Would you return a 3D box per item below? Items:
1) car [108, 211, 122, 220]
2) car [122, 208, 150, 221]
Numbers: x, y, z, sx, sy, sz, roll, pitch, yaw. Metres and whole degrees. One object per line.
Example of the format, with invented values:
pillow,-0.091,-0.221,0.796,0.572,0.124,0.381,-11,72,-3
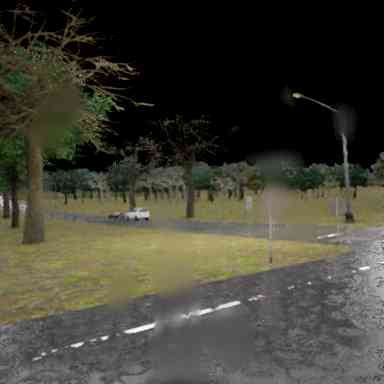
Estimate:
car,-14.271,4.379,62.651,1.812,1.442,4.674,-2,-1,-34
car,-8.941,3.683,54.838,2.150,2.045,5.566,-2,-1,-34
